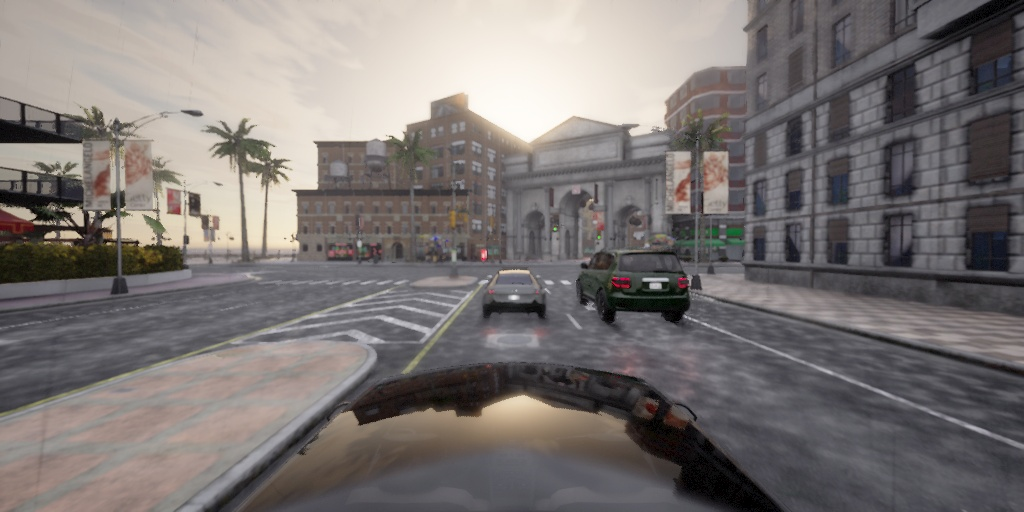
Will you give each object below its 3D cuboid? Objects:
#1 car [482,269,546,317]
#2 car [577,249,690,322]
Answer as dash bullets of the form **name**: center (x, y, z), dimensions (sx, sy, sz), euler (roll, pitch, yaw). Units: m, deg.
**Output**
- **car**: center (0.074, 1.133, 12.319), dimensions (1.994, 1.385, 4.181), euler (0, 1, 0)
- **car**: center (3.569, 0.801, 11.579), dimensions (2.150, 2.045, 5.566), euler (0, 1, 0)
